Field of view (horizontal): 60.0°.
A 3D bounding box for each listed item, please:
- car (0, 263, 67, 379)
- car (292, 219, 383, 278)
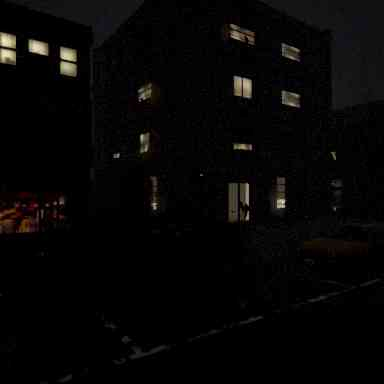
[{"bbox_3d":[-3.795,1.551,3.854,4.403,1.369,2.008,0,0,-36],"label":"car"},{"bbox_3d":[5.056,1.526,10.177,4.829,1.417,1.752,0,0,-36],"label":"car"}]
